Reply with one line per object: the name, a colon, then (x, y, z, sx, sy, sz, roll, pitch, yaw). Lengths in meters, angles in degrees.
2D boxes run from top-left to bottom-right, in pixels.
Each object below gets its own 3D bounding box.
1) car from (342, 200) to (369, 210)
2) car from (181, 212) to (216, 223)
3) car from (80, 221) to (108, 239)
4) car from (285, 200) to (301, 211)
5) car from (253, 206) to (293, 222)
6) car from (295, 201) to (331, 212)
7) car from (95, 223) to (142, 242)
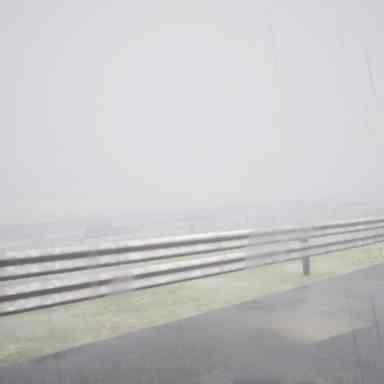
car: (25.310, 2.033, 51.242, 4.902, 1.511, 2.128, -4, 2, -28)
car: (0.919, 3.442, 46.075, 4.718, 1.301, 1.895, -4, 2, -28)
car: (-9.775, 3.915, 36.350, 4.553, 1.767, 2.097, -4, 2, -28)
car: (17.553, 2.143, 55.018, 4.553, 1.767, 2.097, -4, 2, -28)
car: (10.388, 3.087, 43.218, 4.718, 1.301, 1.895, -4, 2, -28)
car: (19.250, 2.352, 51.957, 5.357, 1.411, 2.033, -4, 2, -28)
car: (-7.200, 4.082, 33.761, 4.181, 1.385, 1.994, -4, 2, -28)
